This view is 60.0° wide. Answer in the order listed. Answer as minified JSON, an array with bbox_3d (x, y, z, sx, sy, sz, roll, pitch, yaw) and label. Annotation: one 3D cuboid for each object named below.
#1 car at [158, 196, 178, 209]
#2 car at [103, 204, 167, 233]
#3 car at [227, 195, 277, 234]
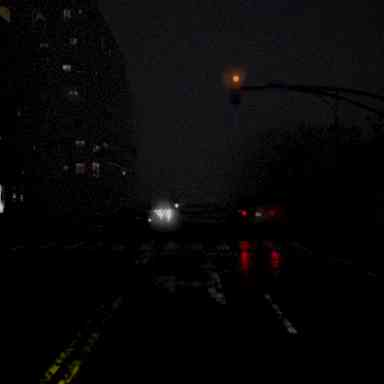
[{"bbox_3d":[-3.393,1.445,43.709,2.128,1.511,4.902,0,0,0],"label":"car"},{"bbox_3d":[-3.739,1.586,20.228,1.994,1.385,4.181,0,0,-42],"label":"car"},{"bbox_3d":[3.318,1.200,19.267,2.150,2.045,5.566,0,0,0],"label":"car"}]
